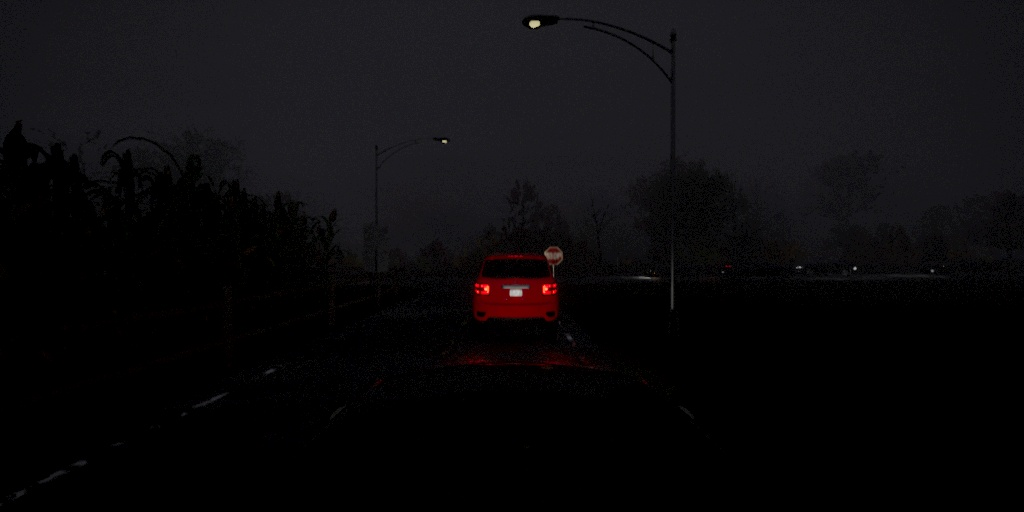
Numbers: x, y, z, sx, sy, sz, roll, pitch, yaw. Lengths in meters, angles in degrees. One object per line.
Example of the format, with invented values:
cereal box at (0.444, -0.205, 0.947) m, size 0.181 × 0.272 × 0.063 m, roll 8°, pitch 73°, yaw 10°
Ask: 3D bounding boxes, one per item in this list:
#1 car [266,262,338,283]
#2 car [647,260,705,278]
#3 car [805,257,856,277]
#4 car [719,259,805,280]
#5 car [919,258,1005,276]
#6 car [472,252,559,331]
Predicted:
car at (-15.456, 1.187, 26.417) m, size 5.008 × 1.535 × 1.882 m, roll 0°, pitch 1°, yaw 1°
car at (13.229, 1.013, 29.039) m, size 4.181 × 1.385 × 1.994 m, roll 0°, pitch 1°, yaw 0°
car at (24.747, 0.846, 28.901) m, size 4.902 × 1.511 × 2.128 m, roll 0°, pitch 1°, yaw 1°
car at (17.753, 0.937, 26.030) m, size 4.902 × 1.511 × 2.128 m, roll 0°, pitch 1°, yaw 1°
car at (35.960, 0.857, 28.763) m, size 4.718 × 1.301 × 1.895 m, roll 0°, pitch 1°, yaw 1°
car at (0.095, 0.914, 10.829) m, size 2.150 × 2.045 × 5.566 m, roll 0°, pitch 0°, yaw 0°
